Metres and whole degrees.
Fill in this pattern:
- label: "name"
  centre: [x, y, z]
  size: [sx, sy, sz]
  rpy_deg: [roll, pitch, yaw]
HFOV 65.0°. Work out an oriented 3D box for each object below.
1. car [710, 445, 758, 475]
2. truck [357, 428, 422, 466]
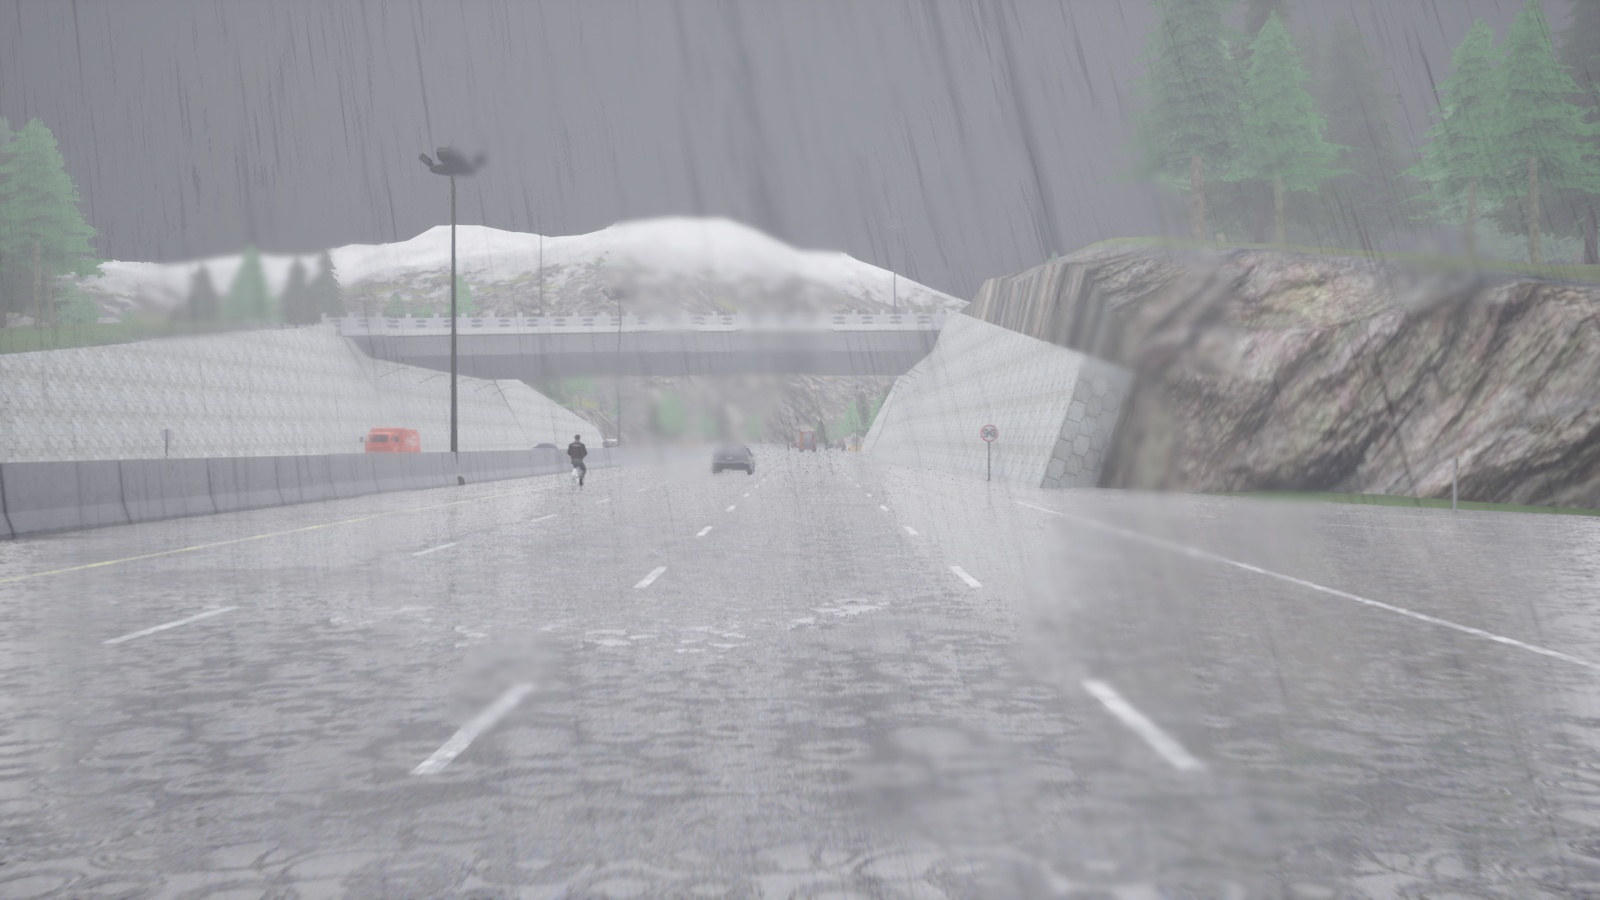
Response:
- label: "car"
  centre: [-3.139, 0.449, 60.776]
  size: [2.033, 1.411, 5.357]
  rpy_deg: [0, 0, 0]
- label: "truck"
  centre: [-27.505, -0.238, 84.301]
  size: [2.627, 2.467, 5.204]
  rpy_deg: [0, 0, 0]
